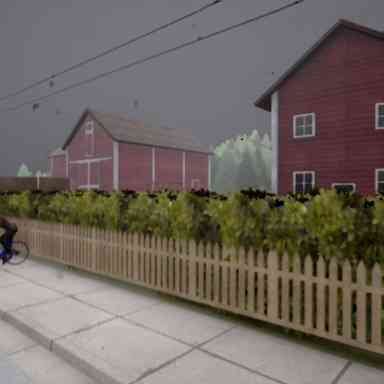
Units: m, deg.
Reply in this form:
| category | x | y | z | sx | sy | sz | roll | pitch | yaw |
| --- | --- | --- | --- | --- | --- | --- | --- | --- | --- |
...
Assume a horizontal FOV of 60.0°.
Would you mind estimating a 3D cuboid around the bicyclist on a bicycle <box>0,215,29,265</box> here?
| category | x | y | z | sx | sy | sz | roll | pitch | yaw |
| --- | --- | --- | --- | --- | --- | --- | --- | --- | --- |
| bicyclist on a bicycle | -5.306 | 1.277 | 9.097 | 0.582 | 1.620 | 1.656 | 0 | 0 | 41 |
